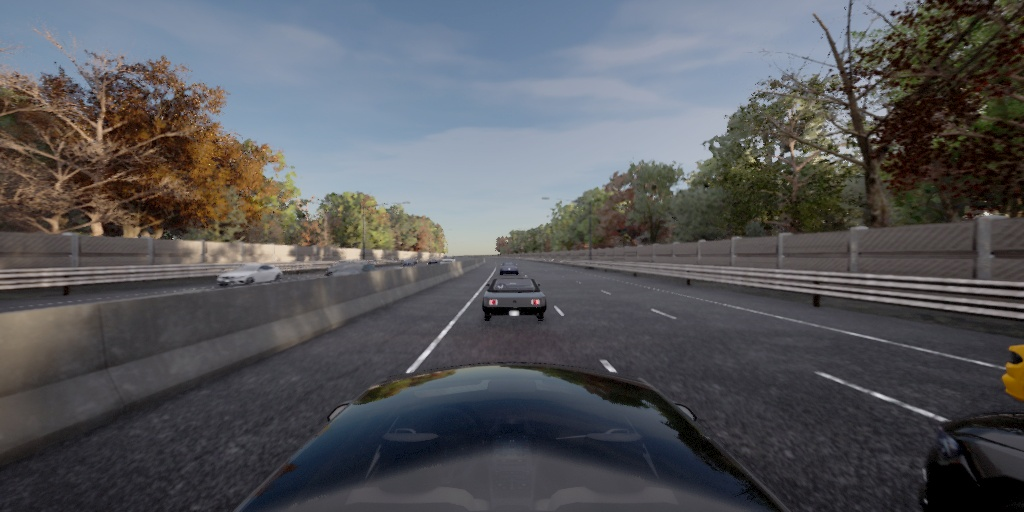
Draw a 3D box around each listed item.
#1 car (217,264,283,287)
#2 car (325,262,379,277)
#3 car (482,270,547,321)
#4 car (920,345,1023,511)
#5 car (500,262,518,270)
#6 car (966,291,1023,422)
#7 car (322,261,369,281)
[{"bbox_3d":[-17.766,1.276,24.645,1.812,1.442,4.674,0,0,-1],"label":"car"},{"bbox_3d":[-10.768,1.254,24.825,1.837,1.490,4.892,0,0,-1],"label":"car"},{"bbox_3d":[0.056,1.350,12.454,1.895,1.301,4.718,0,0,0],"label":"car"},{"bbox_3d":[3.593,1.241,0.277,2.128,1.511,4.902,0,0,0],"label":"car"},{"bbox_3d":[-0.320,1.312,39.140,1.994,1.385,4.181,0,0,-1],"label":"car"},{"bbox_3d":[7.094,1.226,2.347,1.882,1.535,5.008,0,0,0],"label":"car"},{"bbox_3d":[-14.364,1.253,31.243,1.837,1.490,4.892,0,0,-1],"label":"car"}]
